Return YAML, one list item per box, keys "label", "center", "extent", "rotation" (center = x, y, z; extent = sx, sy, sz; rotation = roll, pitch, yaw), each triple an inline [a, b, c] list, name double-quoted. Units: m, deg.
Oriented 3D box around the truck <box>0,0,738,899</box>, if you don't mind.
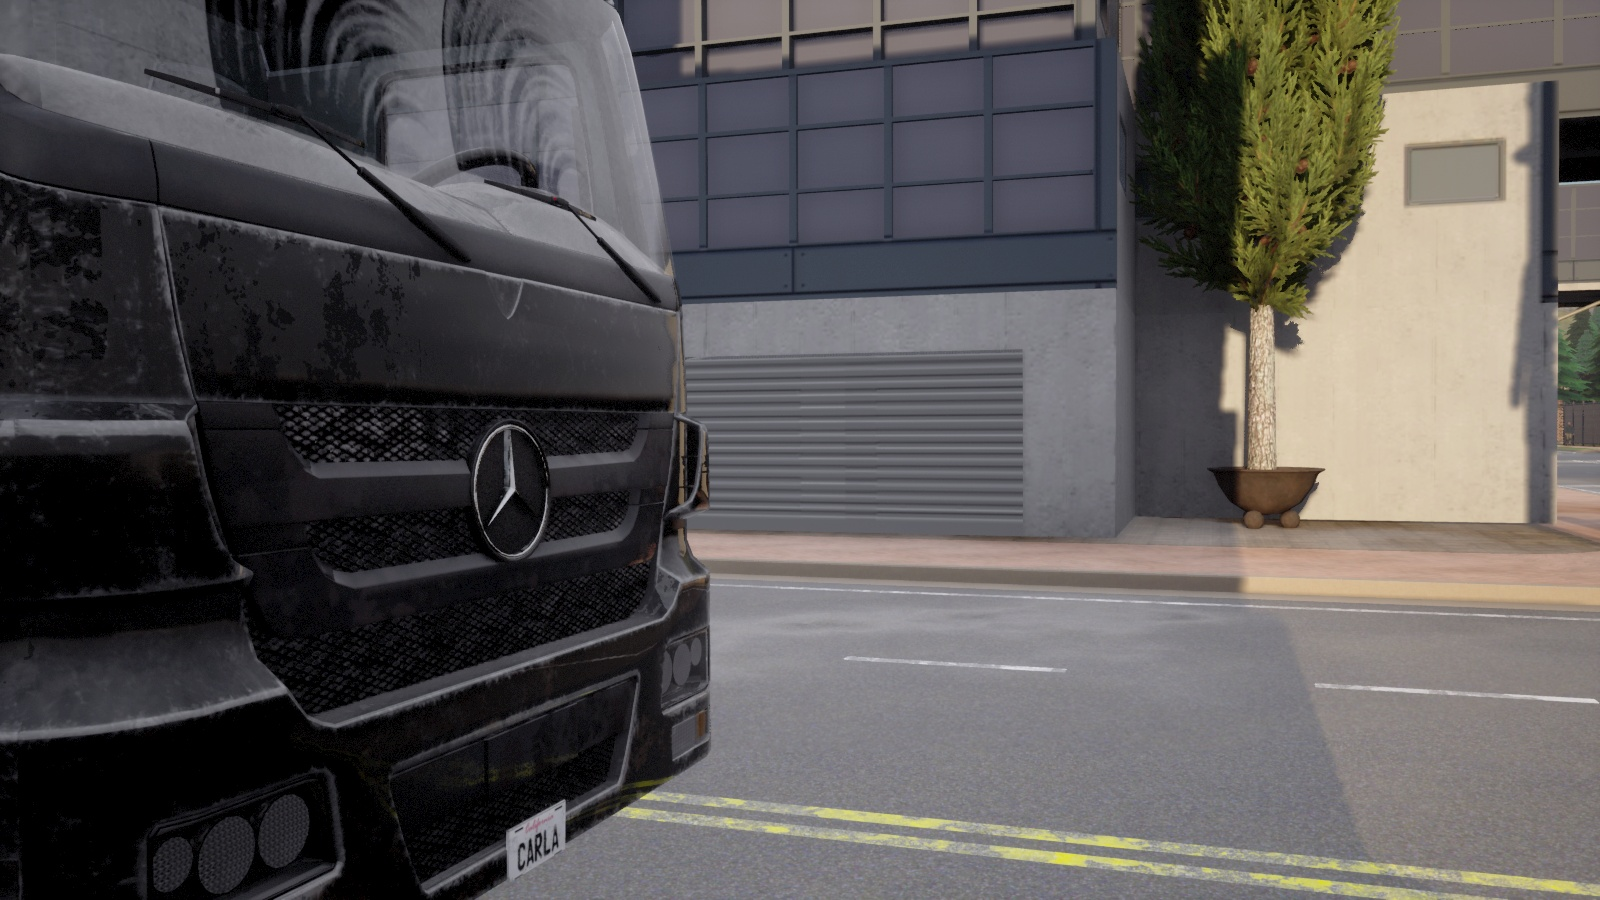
- label: "truck"
  center: [-4.464, -0.248, 4.736]
  extent: [7.936, 3.462, 2.891]
  rotation: [1, 1, 20]
